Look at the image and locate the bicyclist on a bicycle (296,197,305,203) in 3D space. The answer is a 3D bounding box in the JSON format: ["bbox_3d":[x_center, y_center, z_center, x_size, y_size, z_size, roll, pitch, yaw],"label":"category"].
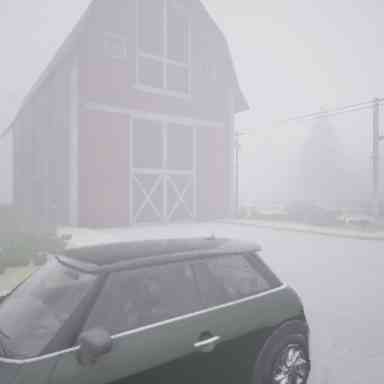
[{"bbox_3d":[13.256,1.322,40.202,1.656,1.620,0.582,46,-25,-24],"label":"bicyclist on a bicycle"}]

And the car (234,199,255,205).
[{"bbox_3d":[5.500,1.552,38.464,1.812,1.442,4.674,0,0,-34],"label":"car"}]

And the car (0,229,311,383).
[{"bbox_3d":[-0.884,1.352,3.369,4.553,1.767,2.097,0,0,-35],"label":"car"}]

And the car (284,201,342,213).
[{"bbox_3d":[10.928,1.574,30.579,2.033,1.411,5.357,0,0,-35],"label":"car"}]
